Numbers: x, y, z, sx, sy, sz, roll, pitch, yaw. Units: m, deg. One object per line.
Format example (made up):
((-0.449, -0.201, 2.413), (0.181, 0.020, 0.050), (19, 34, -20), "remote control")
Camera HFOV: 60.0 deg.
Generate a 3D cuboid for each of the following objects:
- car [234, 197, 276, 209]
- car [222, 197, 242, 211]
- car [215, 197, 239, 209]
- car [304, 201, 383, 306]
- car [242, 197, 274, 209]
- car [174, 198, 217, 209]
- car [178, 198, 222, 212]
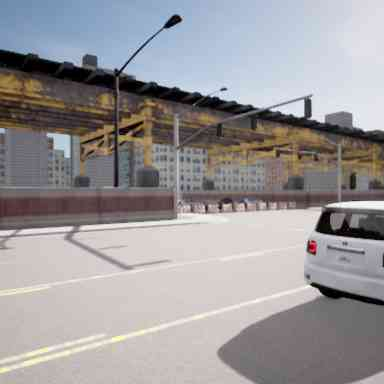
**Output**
((8.101, 1.386, 43.010), (4.974, 1.542, 2.038), (0, 0, -7), "car")
((4.182, 1.397, 39.260), (2.038, 1.542, 4.974), (0, 0, 18), "car")
((4.197, 1.240, 39.309), (1.853, 1.218, 4.536), (0, 0, 18), "car")
((4.781, 1.205, 7.168), (5.566, 2.045, 2.150), (0, 0, -35), "car")
((8.049, 1.229, 43.003), (4.536, 1.218, 1.853), (0, 0, -7), "car")
((0.378, 1.250, 36.591), (4.536, 1.218, 1.853), (0, 0, 8), "car")
((0.430, 1.407, 36.584), (4.974, 1.542, 2.038), (0, 0, 8), "car")
